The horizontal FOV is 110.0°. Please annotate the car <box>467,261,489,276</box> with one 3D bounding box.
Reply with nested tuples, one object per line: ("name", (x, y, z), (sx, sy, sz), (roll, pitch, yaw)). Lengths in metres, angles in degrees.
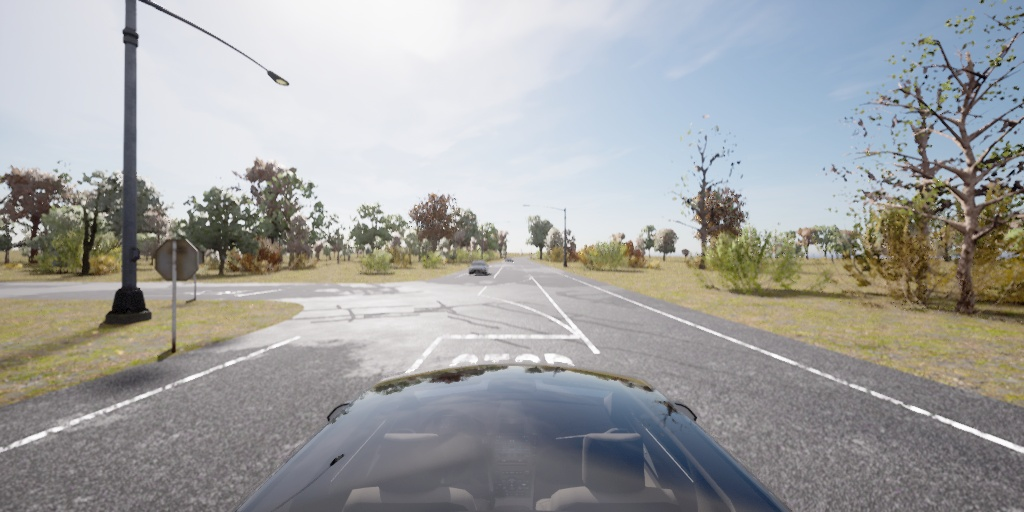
("car", (-3.406, 1.258, 37.032), (1.837, 1.490, 4.892), (0, 0, 0))
